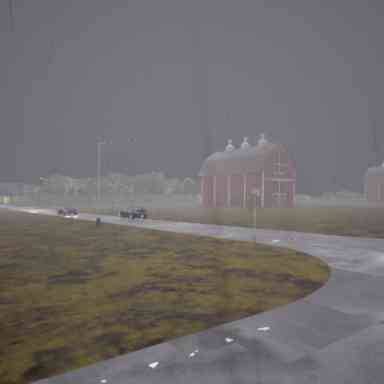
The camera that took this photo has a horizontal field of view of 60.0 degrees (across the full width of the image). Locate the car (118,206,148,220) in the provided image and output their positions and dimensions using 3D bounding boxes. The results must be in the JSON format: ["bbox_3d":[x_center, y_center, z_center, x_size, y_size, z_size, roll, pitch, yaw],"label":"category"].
[{"bbox_3d":[-6.747,2.396,37.821,1.837,1.490,4.892,1,-2,-36],"label":"car"}]

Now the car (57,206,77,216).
[{"bbox_3d":[-18.790,2.780,49.873,2.033,1.411,5.357,1,-2,-36],"label":"car"}]
